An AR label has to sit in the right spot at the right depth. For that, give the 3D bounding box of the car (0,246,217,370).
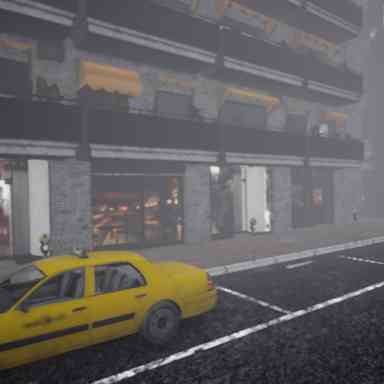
[{"bbox_3d":[-1.868,1.514,4.780,4.829,1.417,1.752,-1,0,-36],"label":"car"}]
